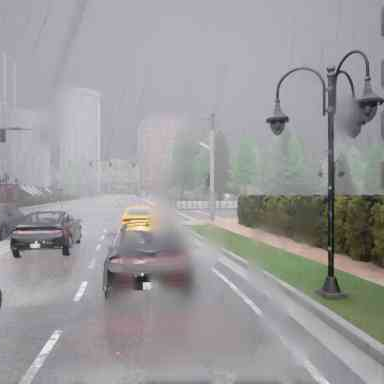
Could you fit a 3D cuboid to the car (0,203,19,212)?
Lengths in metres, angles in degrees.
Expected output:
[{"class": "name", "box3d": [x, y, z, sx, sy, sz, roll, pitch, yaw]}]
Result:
[{"class": "car", "box3d": [-9.801, 1.351, 16.284, 2.097, 1.767, 4.553, 0, 0, -12]}]

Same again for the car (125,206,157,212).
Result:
[{"class": "car", "box3d": [-2.817, 1.478, 17.794, 1.882, 1.535, 5.008, 0, 0, -10]}]

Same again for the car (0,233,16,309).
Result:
[{"class": "car", "box3d": [-3.972, 1.526, 3.761, 1.812, 1.442, 4.674, 0, 0, -6]}]

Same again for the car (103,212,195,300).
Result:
[{"class": "car", "box3d": [-1.125, 1.492, 8.451, 2.128, 1.511, 4.902, 0, 0, -9]}]

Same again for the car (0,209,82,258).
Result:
[{"class": "car", "box3d": [-5.450, 1.491, 12.904, 2.128, 1.511, 4.902, 0, 0, -12]}]
